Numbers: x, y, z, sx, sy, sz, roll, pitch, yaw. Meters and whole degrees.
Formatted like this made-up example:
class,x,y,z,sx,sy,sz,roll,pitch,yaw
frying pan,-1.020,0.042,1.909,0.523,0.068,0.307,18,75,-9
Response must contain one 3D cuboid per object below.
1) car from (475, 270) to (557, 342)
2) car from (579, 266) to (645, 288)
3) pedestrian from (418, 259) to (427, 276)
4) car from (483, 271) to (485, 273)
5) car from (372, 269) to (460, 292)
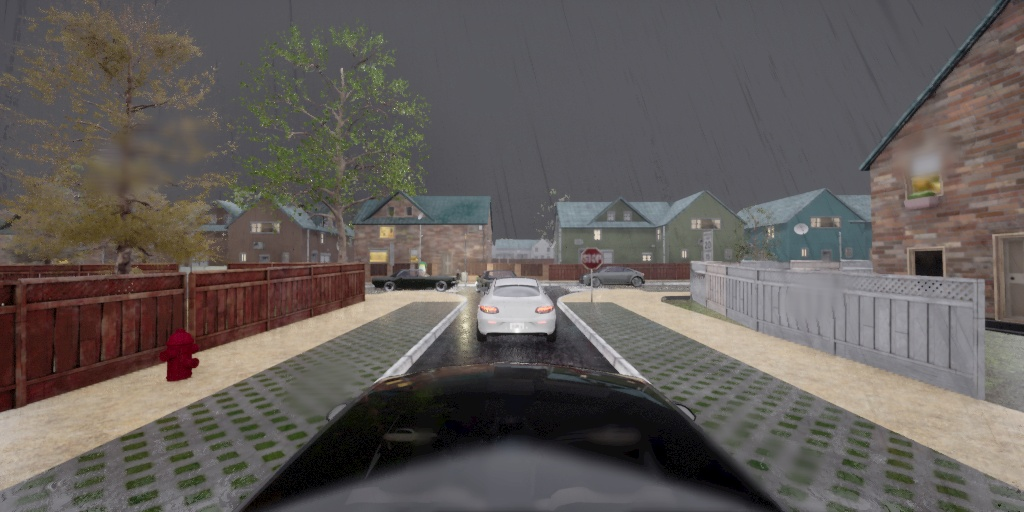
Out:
class,x,y,z,sx,sy,sz,roll,pitch,yaw
car,0.103,1.279,9.694,1.812,1.442,4.674,0,0,0
car,6.539,1.344,23.688,4.181,1.385,1.994,0,-1,1
pedestrian,-6.701,1.119,26.783,0.375,1.860,0.375,0,-1,1
car,-0.756,1.366,18.512,1.895,1.301,4.718,0,-1,-12
car,-5.482,1.416,20.897,4.718,1.301,1.895,-1,-1,1
